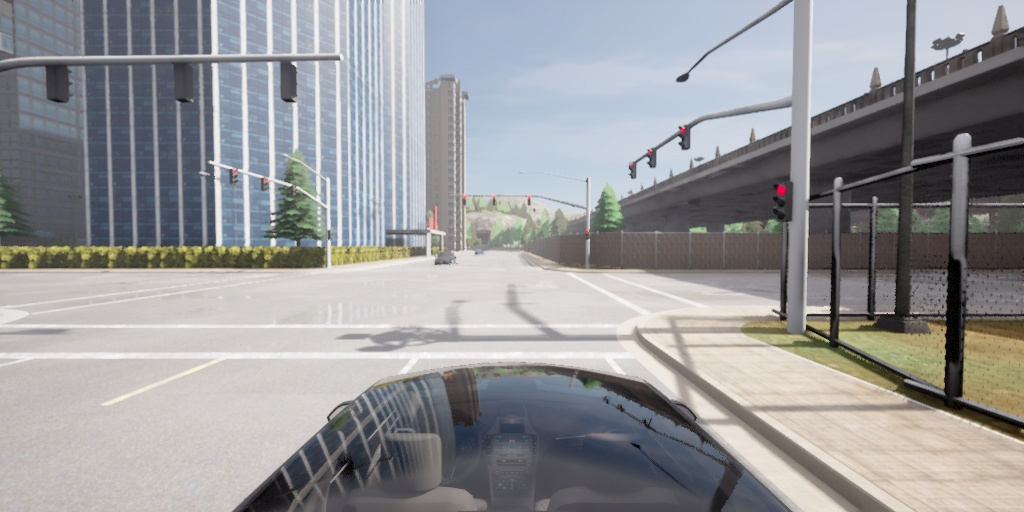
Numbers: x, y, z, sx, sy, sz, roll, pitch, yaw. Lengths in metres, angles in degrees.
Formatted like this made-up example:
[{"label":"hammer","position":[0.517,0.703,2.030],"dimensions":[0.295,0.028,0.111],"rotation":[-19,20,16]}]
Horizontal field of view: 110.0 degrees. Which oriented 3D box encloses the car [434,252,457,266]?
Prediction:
[{"label":"car","position":[-7.002,0.324,38.081],"dimensions":[1.837,1.490,4.892],"rotation":[0,3,0]}]
